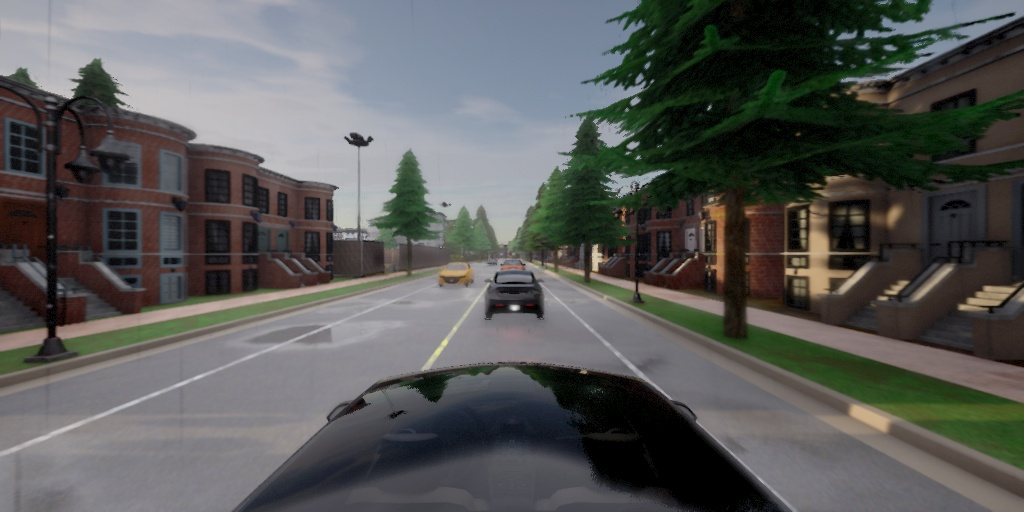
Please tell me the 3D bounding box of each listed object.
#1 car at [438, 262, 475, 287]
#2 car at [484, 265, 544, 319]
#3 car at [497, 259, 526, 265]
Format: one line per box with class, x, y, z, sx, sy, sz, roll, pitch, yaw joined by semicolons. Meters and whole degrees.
car;-3.616;1.179;23.960;1.882;1.535;5.008;0;0;0
car;0.083;1.230;12.671;1.837;1.490;4.892;0;0;0
car;0.076;1.038;29.758;2.097;1.767;4.553;0;0;0
